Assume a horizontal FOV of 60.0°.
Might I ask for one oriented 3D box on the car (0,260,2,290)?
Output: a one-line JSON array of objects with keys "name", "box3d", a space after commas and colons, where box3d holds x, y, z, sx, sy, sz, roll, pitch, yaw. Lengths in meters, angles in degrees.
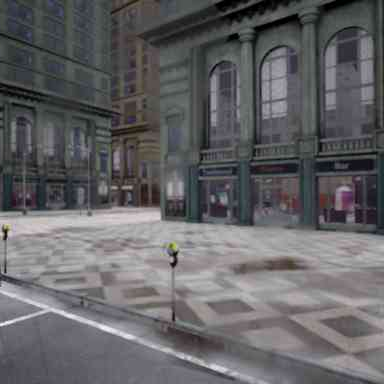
[{"name": "car", "box3d": [-5.839, 1.565, 7.145, 4.507, 1.381, 1.887, 0, 0, 35]}]
